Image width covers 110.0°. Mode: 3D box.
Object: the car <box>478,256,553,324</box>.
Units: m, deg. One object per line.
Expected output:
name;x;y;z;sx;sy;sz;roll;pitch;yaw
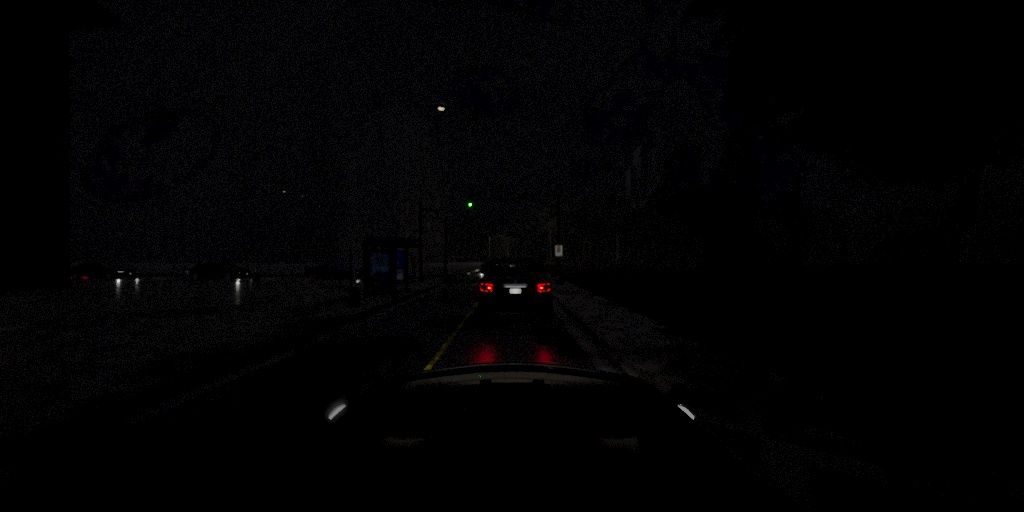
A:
car;0.097;1.012;12.234;2.150;2.045;5.566;0;0;0

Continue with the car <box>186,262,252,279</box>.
car;-25.356;1.290;31.111;4.892;1.490;1.837;0;0;1

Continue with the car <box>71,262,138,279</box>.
car;-35.729;1.261;31.384;4.892;1.490;1.837;0;0;2

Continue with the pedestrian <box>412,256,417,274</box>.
pedestrian;-10.087;0.938;36.960;0.375;1.860;0.375;0;0;1

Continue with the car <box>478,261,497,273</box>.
car;-3.102;1.424;46.382;2.033;1.411;5.357;0;0;0

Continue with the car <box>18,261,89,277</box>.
car;-44.348;1.241;34.733;4.674;1.442;1.812;0;0;2

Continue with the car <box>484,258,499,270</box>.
car;-3.092;1.250;56.251;2.097;1.767;4.553;0;0;0

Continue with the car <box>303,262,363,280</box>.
car;-15.170;1.290;30.856;5.008;1.535;1.882;0;0;0
